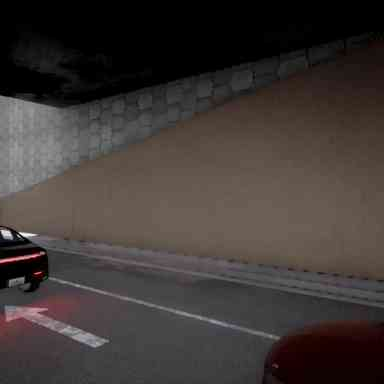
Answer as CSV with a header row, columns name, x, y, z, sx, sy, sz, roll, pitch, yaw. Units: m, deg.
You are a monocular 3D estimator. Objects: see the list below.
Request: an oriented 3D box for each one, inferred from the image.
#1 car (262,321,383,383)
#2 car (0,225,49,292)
name,x,y,z,sx,sy,sz,roll,pitch,yaw
car,2.702,1.526,1.957,4.674,1.442,1.812,0,0,36
car,-5.305,1.492,7.728,4.902,1.511,2.128,0,0,35
